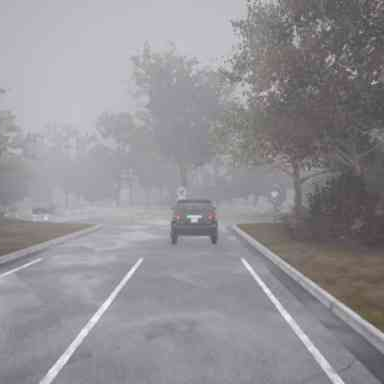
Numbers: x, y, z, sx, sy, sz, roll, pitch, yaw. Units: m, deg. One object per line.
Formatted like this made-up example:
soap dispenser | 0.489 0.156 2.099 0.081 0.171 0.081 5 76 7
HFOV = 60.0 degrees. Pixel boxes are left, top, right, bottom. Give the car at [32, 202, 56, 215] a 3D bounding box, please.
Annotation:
car | -17.076 1.818 38.540 2.033 1.411 5.357 0 0 -14

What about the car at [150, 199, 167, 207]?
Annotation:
car | -4.953 1.917 58.421 4.892 1.490 1.837 1 -1 -10

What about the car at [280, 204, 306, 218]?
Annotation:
car | 10.483 1.825 31.863 4.718 1.301 1.895 0 0 -43

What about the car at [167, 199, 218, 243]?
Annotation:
car | 0.099 1.342 17.080 2.150 2.045 5.566 0 0 0
